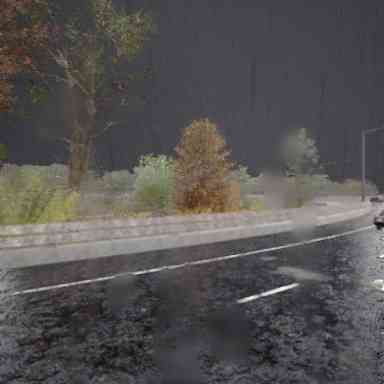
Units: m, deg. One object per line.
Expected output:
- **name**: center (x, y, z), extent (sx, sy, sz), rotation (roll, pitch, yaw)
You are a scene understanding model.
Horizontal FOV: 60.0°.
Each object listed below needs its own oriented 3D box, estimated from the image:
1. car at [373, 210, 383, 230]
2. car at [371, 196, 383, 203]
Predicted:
- **car**: center (12.725, 1.634, 20.328), extent (1.895, 1.301, 4.718), rotation (0, 0, 42)
- **car**: center (37.070, 1.454, 65.748), extent (2.128, 1.511, 4.902), rotation (0, 0, 12)
